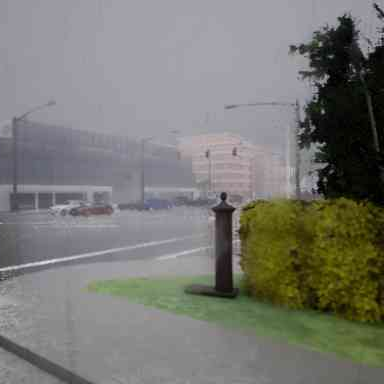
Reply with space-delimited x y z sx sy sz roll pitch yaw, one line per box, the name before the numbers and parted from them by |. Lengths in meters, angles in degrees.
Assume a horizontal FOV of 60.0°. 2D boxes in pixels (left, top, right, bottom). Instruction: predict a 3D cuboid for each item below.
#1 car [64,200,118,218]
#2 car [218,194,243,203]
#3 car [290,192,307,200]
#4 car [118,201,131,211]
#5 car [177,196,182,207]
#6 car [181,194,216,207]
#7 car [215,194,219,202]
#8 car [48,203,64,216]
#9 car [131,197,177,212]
car | -9.490 1.611 31.521 1.994 1.385 4.181 0 0 35
car | 6.731 1.064 54.623 1.812 1.442 4.674 0 1 35
car | 14.059 1.095 46.442 1.812 1.442 4.674 0 2 35
car | -6.979 1.590 41.196 1.895 1.301 4.718 0 1 35
car | -1.778 1.345 48.607 1.812 1.442 4.674 0 1 35
car | 0.996 1.411 46.467 1.895 1.301 4.718 0 1 35
car | 3.959 1.072 56.746 1.812 1.442 4.674 0 1 35
car | -12.213 1.587 33.755 1.812 1.442 4.674 0 0 33
car | -4.360 1.461 38.827 1.882 1.535 5.008 0 1 35
